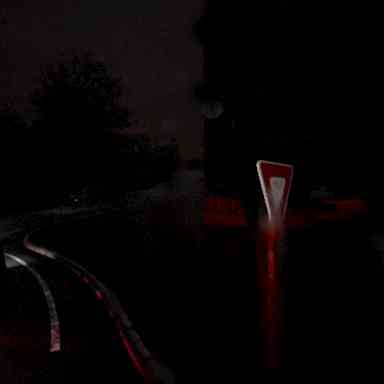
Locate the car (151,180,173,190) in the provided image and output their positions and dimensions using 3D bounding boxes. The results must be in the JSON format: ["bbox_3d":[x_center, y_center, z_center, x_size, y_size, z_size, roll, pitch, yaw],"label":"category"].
[{"bbox_3d":[-4.434,-1.098,49.764,2.033,1.411,5.357,0,5,15],"label":"car"}]

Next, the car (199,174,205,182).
[{"bbox_3d":[2.472,-2.961,68.304,1.882,1.535,5.008,0,5,5],"label":"car"}]

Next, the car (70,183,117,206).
[{"bbox_3d":[-9.921,0.188,33.968,2.150,2.045,5.566,0,5,22],"label":"car"}]

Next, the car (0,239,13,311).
[{"bbox_3d":[-5.063,1.538,7.155,1.837,1.490,4.892,0,0,-31],"label":"car"}]
